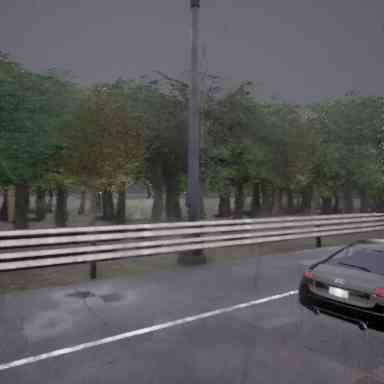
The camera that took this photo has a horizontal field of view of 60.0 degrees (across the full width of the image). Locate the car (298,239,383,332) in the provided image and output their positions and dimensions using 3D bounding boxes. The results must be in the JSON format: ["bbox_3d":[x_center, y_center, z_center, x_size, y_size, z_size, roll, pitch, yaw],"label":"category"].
[{"bbox_3d":[4.067,1.656,6.670,4.181,1.385,1.994,1,0,-35],"label":"car"}]
